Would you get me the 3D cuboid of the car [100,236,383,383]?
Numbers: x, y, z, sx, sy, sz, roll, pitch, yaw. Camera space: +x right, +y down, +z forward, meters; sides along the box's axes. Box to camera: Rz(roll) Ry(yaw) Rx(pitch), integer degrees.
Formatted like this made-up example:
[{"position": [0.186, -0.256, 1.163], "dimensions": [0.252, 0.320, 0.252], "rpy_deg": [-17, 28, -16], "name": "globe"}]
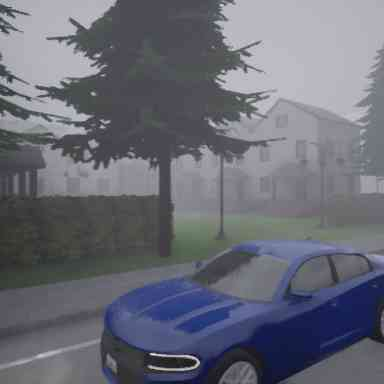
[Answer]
[{"position": [1.214, 1.476, 4.846], "dimensions": [5.008, 1.535, 1.882], "rpy_deg": [0, 0, -35], "name": "car"}]
